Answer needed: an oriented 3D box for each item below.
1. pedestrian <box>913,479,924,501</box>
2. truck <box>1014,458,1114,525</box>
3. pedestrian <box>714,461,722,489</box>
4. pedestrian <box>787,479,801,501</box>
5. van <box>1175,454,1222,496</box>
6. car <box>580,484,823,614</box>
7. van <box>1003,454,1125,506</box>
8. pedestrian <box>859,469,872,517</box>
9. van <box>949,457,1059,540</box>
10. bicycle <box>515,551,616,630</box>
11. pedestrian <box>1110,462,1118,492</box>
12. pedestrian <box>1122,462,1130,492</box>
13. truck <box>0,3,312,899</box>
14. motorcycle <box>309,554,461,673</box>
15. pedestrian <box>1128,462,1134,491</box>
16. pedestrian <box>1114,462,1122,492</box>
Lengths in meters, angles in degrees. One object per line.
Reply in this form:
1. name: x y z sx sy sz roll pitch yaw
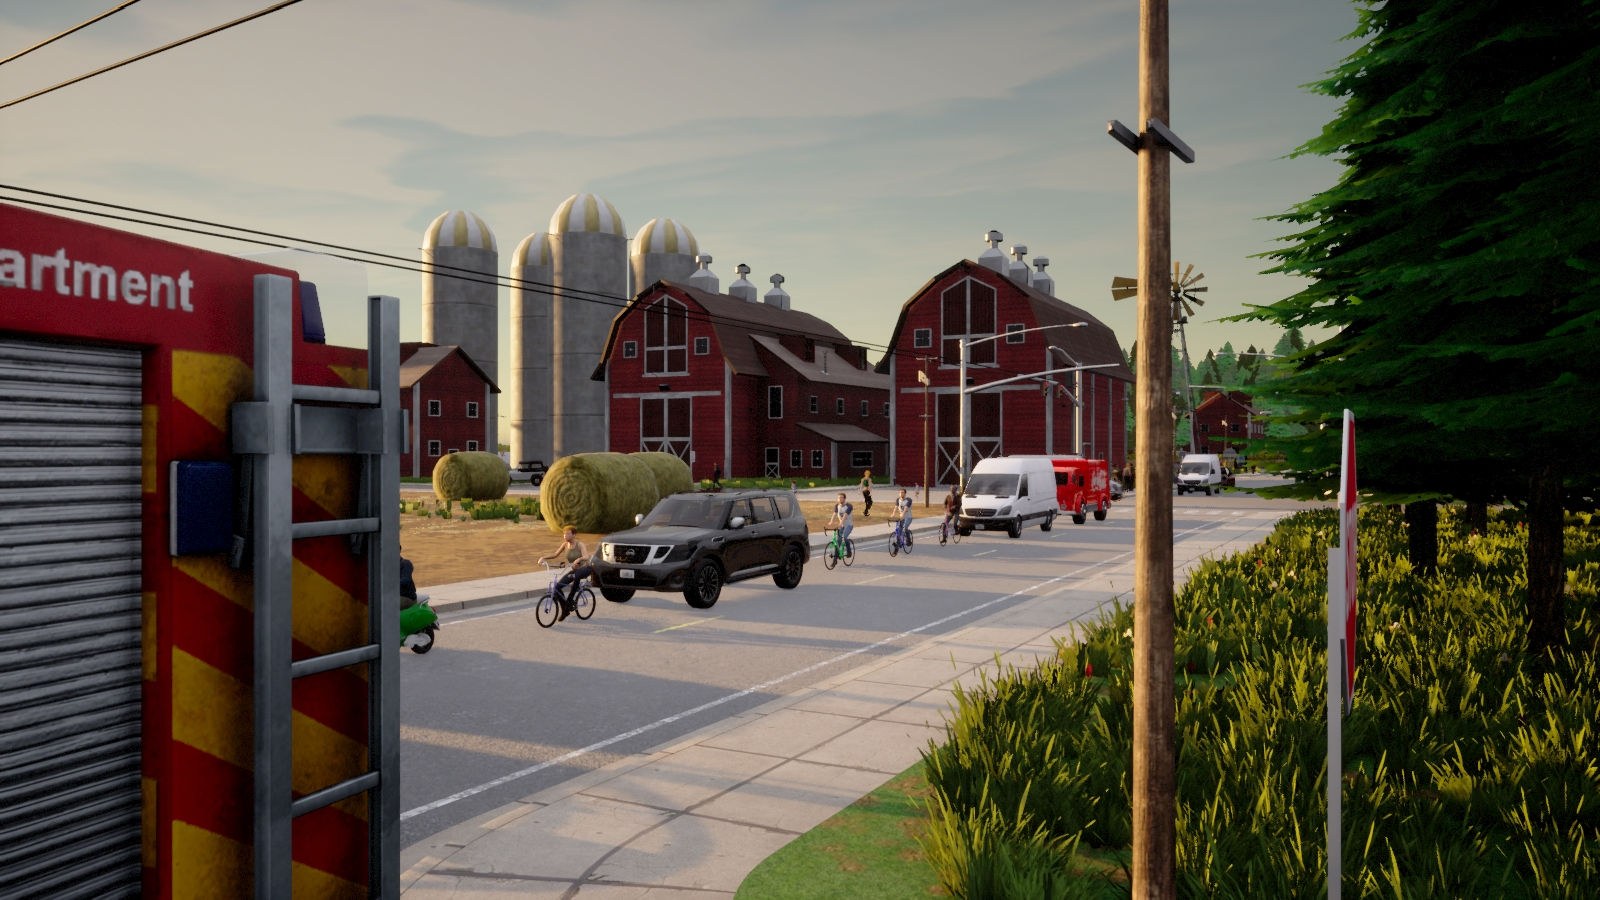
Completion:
1. pedestrian: 6.051 2.051 58.210 0.500 1.100 0.500 0 0 11
2. truck: 10.573 1.568 45.387 2.627 2.467 5.204 0 0 28
3. pedestrian: -5.543 1.669 77.060 0.375 1.860 0.375 0 0 31
4. pedestrian: -0.317 2.052 59.076 0.500 1.100 0.500 0 0 35
5. van: 25.696 1.534 73.536 1.988 2.561 5.915 0 0 28
6. car: -1.724 1.779 22.454 2.150 2.045 5.566 0 0 27
7. van: 13.633 1.513 59.030 5.915 2.561 1.988 0 1 20
8. pedestrian: 2.591 1.679 44.970 0.375 1.860 0.375 0 0 36
9. van: 7.076 1.534 38.964 1.988 2.561 5.915 0 0 28
10. bicycle: -3.798 2.256 18.609 0.859 1.080 1.487 0 0 28
11. pedestrian: 19.814 1.695 72.035 0.375 1.860 0.375 0 0 -15
12. pedestrian: 20.522 1.696 71.916 0.375 1.860 0.375 0 0 34
13. truck: -6.018 0.867 3.740 8.468 3.827 2.891 0 0 20
14. motorcycle: -5.536 2.142 15.339 0.856 1.316 1.805 0 0 28
15. pedestrian: 21.446 1.694 73.993 0.375 1.860 0.375 0 0 23
16. pedestrian: 19.849 1.695 71.272 0.375 1.860 0.375 0 0 45
